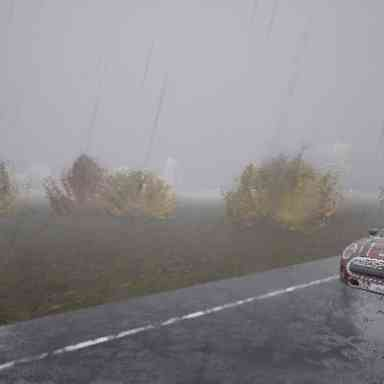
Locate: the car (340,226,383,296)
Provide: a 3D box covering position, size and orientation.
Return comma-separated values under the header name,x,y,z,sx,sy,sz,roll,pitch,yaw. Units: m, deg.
name,x,y,z,sx,sy,sz,roll,pitch,yaw
car,5.544,1.321,7.925,4.553,1.767,2.097,0,0,-35
